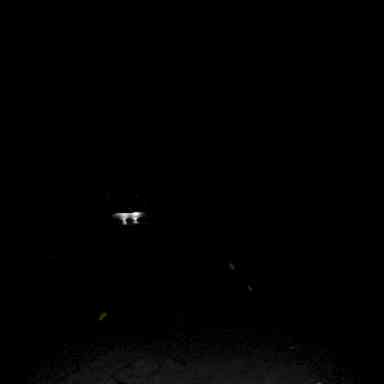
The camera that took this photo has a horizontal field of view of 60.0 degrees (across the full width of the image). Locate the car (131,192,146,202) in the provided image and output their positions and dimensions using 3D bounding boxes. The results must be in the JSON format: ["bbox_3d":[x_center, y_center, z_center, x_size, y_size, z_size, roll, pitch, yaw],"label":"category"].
[{"bbox_3d":[-10.898,1.041,67.305,2.150,2.045,5.566,-2,1,-20],"label":"car"}]

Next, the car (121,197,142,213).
[{"bbox_3d":[-7.313,1.700,39.244,1.994,1.385,4.181,-1,0,-12],"label":"car"}]

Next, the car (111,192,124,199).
[{"bbox_3d":[-18.393,1.098,84.341,2.033,1.411,5.357,-2,2,-21],"label":"car"}]
